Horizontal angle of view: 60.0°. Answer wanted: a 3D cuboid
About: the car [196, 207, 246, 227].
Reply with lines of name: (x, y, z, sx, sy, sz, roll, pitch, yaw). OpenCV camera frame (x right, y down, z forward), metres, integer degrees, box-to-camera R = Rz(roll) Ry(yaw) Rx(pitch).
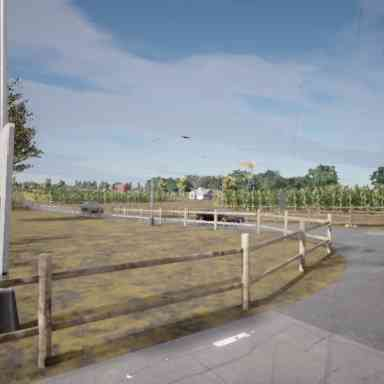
car: (2.339, 2.053, 28.021, 1.882, 1.535, 5.008, 3, -3, -36)

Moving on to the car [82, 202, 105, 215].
car: (-15.923, 2.623, 53.556, 2.150, 2.045, 5.566, 3, -3, -36)
